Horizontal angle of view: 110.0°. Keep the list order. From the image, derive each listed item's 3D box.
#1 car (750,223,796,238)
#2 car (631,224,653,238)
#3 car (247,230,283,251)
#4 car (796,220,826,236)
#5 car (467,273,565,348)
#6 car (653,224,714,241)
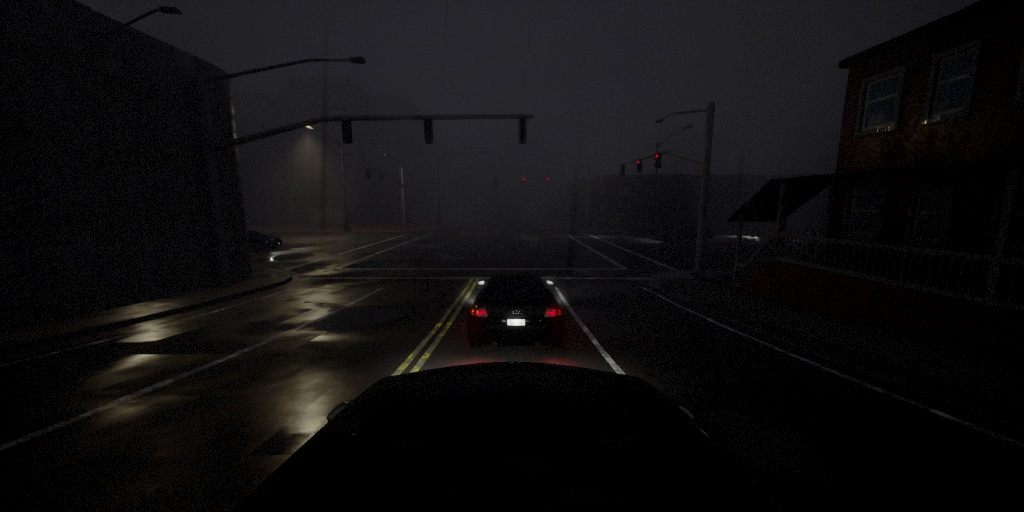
[{"bbox_3d":[27.311,-2.674,37.296,4.181,1.385,1.994,0,8,0],"label":"car"},{"bbox_3d":[14.958,-2.644,37.395,4.718,1.301,1.895,0,8,1],"label":"car"},{"bbox_3d":[-19.961,-1.191,26.991,4.892,1.490,1.837,0,8,1],"label":"car"},{"bbox_3d":[30.677,-2.498,33.760,5.566,2.045,2.150,0,8,0],"label":"car"},{"bbox_3d":[0.093,1.090,8.707,1.994,1.385,4.181,0,3,0],"label":"car"},{"bbox_3d":[16.398,-2.226,33.896,4.892,1.490,1.837,0,8,0],"label":"car"}]
